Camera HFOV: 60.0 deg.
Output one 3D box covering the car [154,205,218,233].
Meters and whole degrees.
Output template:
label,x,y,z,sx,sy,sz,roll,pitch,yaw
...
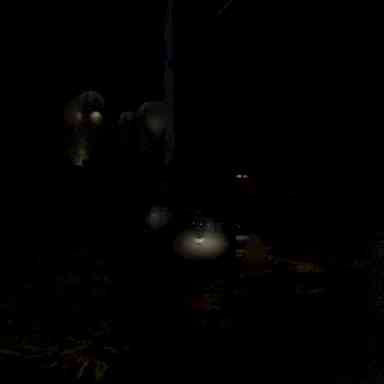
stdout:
label,x,y,z,sx,sy,sz,roll,pitch,yaw
car,-0.457,1.572,19.367,1.837,1.490,4.892,0,0,-35
